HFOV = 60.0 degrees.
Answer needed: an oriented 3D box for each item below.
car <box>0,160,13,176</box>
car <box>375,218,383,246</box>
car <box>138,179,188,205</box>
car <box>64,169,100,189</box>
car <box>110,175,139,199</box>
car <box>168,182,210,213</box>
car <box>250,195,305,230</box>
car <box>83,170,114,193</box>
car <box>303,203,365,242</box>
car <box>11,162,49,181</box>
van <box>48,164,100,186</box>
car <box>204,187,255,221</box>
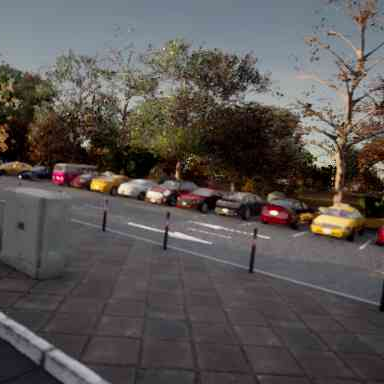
[{"bbox_3d":[-19.315,-2.538,36.232,1.946,1.575,5.366,8,5,35],"label":"car"},{"bbox_3d":[10.006,1.775,15.649,2.163,1.488,4.792,8,5,35],"label":"car"},{"bbox_3d":[-1.207,-0.030,23.624,2.185,1.767,4.553,8,5,35],"label":"car"},{"bbox_3d":[-7.983,-0.853,28.399,2.002,1.452,4.674,8,5,35],"label":"car"},{"bbox_3d":[-3.489,-0.194,25.205,2.002,1.452,4.674,8,5,35],"label":"car"},{"bbox_3d":[1.012,0.425,22.014,2.097,1.535,5.008,8,5,35],"label":"car"},{"bbox_3d":[5.513,1.114,18.842,2.163,1.488,4.792,8,5,35],"label":"car"},{"bbox_3d":[-5.733,-0.564,26.796,2.097,1.535,5.008,8,5,35],"label":"car"},{"bbox_3d":[7.637,1.412,17.069,1.946,1.575,5.366,8,5,35],"label":"car"},{"bbox_3d":[-14.734,-1.849,33.167,2.163,1.488,4.792,8,5,35],"label":"car"},{"bbox_3d":[-10.134,-1.445,30.075,1.878,1.987,4.442,8,5,35],"label":"van"},{"bbox_3d":[3.251,0.756,20.408,2.231,1.521,4.892,8,5,35],"label":"car"}]
